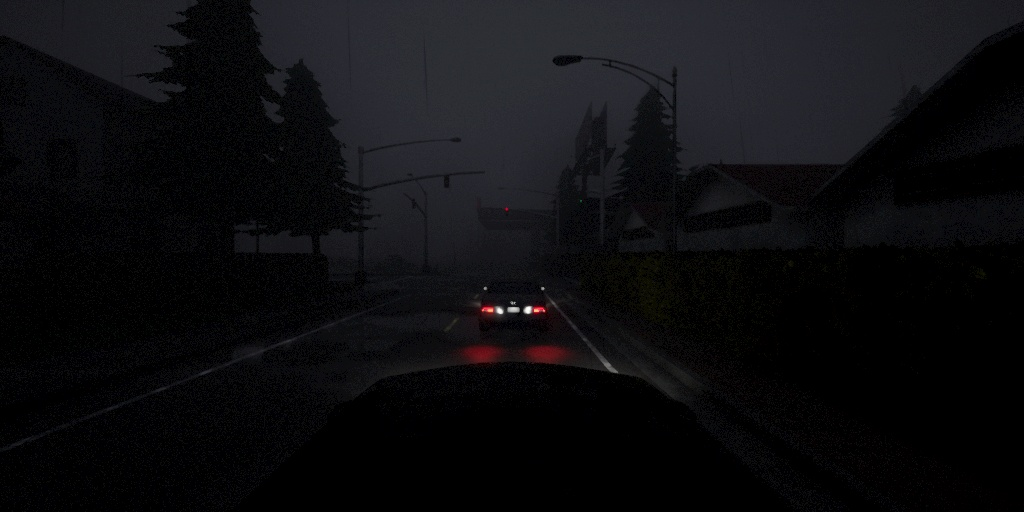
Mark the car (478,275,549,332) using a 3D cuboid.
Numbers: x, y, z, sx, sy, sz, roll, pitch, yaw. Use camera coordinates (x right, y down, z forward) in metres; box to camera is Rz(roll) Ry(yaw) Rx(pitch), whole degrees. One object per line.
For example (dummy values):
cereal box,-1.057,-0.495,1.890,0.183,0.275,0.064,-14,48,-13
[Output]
car,0.058,1.294,10.837,2.033,1.411,5.357,0,0,1
